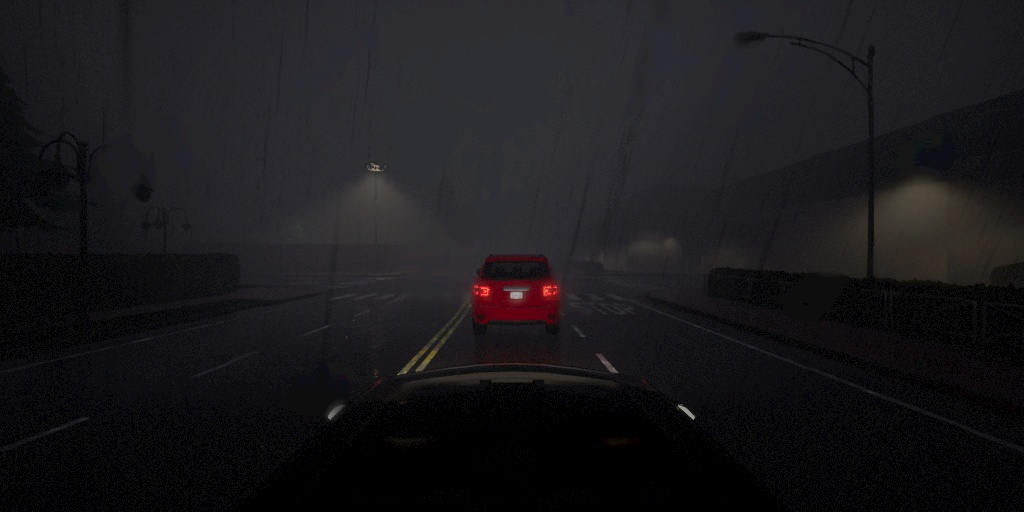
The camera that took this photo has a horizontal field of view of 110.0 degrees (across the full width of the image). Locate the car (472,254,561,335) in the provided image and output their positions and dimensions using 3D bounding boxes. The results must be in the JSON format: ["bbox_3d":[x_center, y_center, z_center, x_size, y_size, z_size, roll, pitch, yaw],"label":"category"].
[{"bbox_3d":[0.115,0.969,10.677,2.150,2.045,5.566,0,0,0],"label":"car"}]

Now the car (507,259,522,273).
[{"bbox_3d":[0.325,1.217,45.534,1.882,1.535,5.008,0,0,1],"label":"car"}]
